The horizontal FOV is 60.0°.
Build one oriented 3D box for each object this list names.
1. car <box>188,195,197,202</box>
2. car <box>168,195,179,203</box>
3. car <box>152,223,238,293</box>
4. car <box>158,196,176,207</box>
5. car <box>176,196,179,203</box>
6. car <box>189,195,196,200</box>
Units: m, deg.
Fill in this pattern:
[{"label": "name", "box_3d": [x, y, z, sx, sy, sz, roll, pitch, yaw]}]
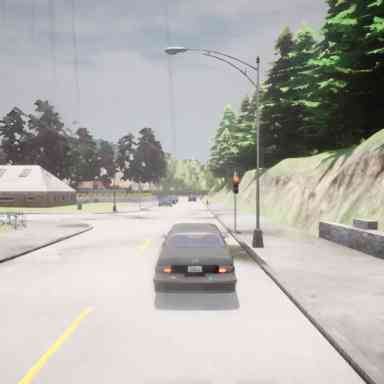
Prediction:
[{"label": "car", "box_3d": [0.119, 1.515, 75.728, 2.128, 1.511, 4.902, 0, 0, 0]}, {"label": "car", "box_3d": [-3.888, 1.525, 71.193, 2.128, 1.511, 4.902, 0, 0, 0]}, {"label": "car", "box_3d": [0.073, 1.547, 8.975, 2.033, 1.411, 5.357, 0, 0, 0]}, {"label": "car", "box_3d": [-4.015, 1.564, 51.098, 1.994, 1.385, 4.181, 0, 0, 0]}, {"label": "car", "box_3d": [-3.970, 1.477, 61.101, 1.882, 1.535, 5.008, 0, 0, 1]}, {"label": "car", "box_3d": [0.135, 1.407, 86.088, 1.812, 1.442, 4.674, 0, 0, 0]}]
